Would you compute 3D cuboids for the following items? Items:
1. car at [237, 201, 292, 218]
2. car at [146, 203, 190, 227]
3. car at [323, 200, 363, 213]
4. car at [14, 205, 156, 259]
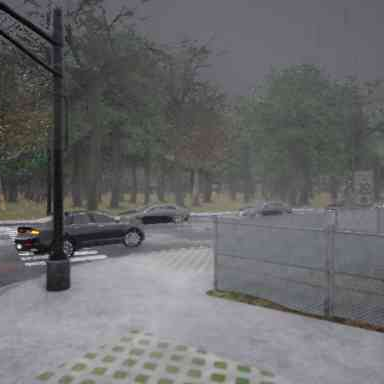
[{"bbox_3d":[5.737,1.447,26.215,4.902,1.511,2.128,0,0,-31],"label":"car"},{"bbox_3d":[-2.452,1.473,21.221,4.902,1.511,2.128,0,0,-32],"label":"car"},{"bbox_3d":[14.334,1.493,31.408,4.181,1.385,1.994,0,0,-31],"label":"car"},{"bbox_3d":[-3.922,1.475,12.431,1.837,1.490,4.892,-6,-4,40],"label":"car"}]
